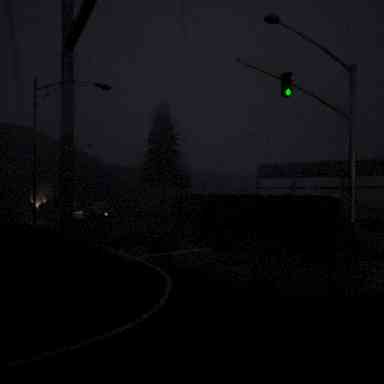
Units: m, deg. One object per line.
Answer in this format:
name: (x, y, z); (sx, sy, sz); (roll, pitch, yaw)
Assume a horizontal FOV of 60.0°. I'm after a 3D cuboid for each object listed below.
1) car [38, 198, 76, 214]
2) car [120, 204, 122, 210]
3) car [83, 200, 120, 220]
car: (-14.570, 1.394, 35.889); (4.553, 1.767, 2.097); (0, 0, 36)
car: (-10.499, 1.638, 39.974); (1.994, 1.385, 4.181); (0, 0, 35)
car: (-8.219, 1.578, 29.294); (1.812, 1.442, 4.674); (0, 0, -30)
